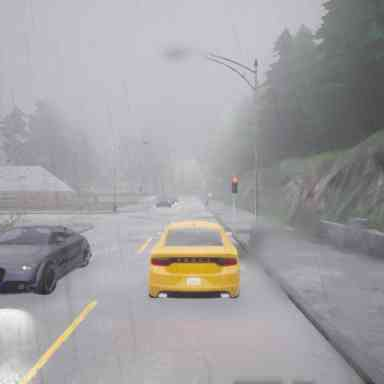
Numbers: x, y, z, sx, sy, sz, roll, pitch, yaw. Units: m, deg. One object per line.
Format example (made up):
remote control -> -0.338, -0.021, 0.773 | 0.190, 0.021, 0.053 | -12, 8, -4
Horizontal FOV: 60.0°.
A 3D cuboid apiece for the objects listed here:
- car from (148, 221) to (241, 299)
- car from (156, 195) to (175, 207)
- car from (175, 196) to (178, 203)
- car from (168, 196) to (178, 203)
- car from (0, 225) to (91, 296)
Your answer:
car -> 0.059, 1.478, 8.532 | 1.882, 1.535, 5.008 | 0, 0, 1
car -> -4.060, 1.352, 49.499 | 2.097, 1.767, 4.553 | 0, 0, 0
car -> -4.035, 1.564, 58.817 | 1.994, 1.385, 4.181 | 0, 0, 0
car -> -3.950, 1.563, 69.447 | 1.994, 1.385, 4.181 | 0, 0, 0
car -> -4.092, 1.564, 8.567 | 1.994, 1.385, 4.181 | 0, 0, 0
